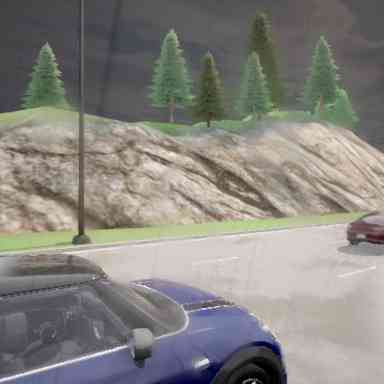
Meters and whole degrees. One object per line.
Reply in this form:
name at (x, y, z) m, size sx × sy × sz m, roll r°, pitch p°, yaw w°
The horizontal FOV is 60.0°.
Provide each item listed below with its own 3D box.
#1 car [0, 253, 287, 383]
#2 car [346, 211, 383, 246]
car at (-1.269, 1.353, 2.845) m, size 4.553 × 1.767 × 2.097 m, roll 0°, pitch 0°, yaw -36°
car at (8.294, 1.526, 13.981) m, size 4.674 × 1.442 × 1.812 m, roll 0°, pitch 0°, yaw -36°
